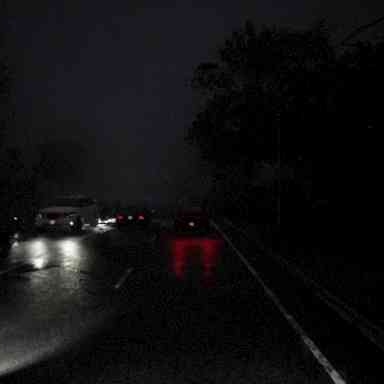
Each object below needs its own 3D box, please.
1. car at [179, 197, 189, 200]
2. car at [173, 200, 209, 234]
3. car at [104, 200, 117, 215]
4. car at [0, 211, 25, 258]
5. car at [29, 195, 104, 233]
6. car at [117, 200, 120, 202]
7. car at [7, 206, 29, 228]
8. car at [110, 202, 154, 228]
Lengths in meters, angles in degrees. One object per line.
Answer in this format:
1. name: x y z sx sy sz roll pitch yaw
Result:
1. car: -1.131 1.476 46.014 1.812 1.442 4.674 0 0 -4
2. car: -0.061 1.457 19.166 1.882 1.535 5.008 0 0 -1
3. car: -7.279 1.244 25.175 1.994 1.385 4.181 0 0 -1
4. car: -7.144 1.516 9.928 1.812 1.442 4.674 0 0 0
5. car: -7.230 1.203 19.899 2.150 2.045 5.566 0 0 -1
6. car: -7.508 1.460 30.551 2.128 1.511 4.902 0 0 -1
7. car: -10.737 1.580 20.990 1.895 1.301 4.718 0 0 -1
8. car: -3.612 1.525 21.755 2.033 1.411 5.357 0 0 -1
